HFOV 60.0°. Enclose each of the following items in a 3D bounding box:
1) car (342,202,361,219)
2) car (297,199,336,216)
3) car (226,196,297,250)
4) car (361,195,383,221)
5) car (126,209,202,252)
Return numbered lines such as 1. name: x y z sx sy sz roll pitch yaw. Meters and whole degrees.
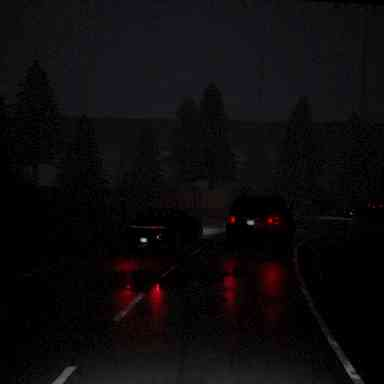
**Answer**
1. car: 15.503 1.497 28.844 4.892 1.490 1.837 0 0 -6
2. car: 11.139 1.432 31.739 5.008 1.535 1.882 0 0 -9
3. car: 3.133 1.190 14.561 2.150 2.045 5.566 0 0 22
4. car: 16.366 1.231 25.317 5.566 2.045 2.150 0 0 -5
5. car: -0.966 1.436 13.760 2.128 1.511 4.902 0 0 17
